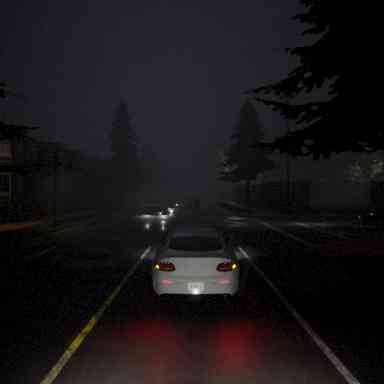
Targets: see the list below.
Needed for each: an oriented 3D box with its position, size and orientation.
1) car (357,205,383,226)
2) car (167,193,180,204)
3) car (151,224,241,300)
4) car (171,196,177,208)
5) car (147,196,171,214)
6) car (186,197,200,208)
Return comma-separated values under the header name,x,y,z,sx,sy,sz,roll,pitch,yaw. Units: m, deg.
name,x,y,z,sx,sy,sz,roll,pitch,yaw
car,14.060,1.497,23.025,4.902,1.511,2.128,0,0,0
car,-3.549,1.173,63.281,2.150,2.045,5.566,0,1,1
car,0.082,1.520,8.246,1.812,1.442,4.674,0,0,0
car,-3.596,1.567,47.737,1.895,1.301,4.718,0,0,0
car,-3.599,1.453,35.103,1.882,1.535,5.008,0,0,0
car,0.097,1.446,46.257,1.882,1.535,5.008,0,0,0
